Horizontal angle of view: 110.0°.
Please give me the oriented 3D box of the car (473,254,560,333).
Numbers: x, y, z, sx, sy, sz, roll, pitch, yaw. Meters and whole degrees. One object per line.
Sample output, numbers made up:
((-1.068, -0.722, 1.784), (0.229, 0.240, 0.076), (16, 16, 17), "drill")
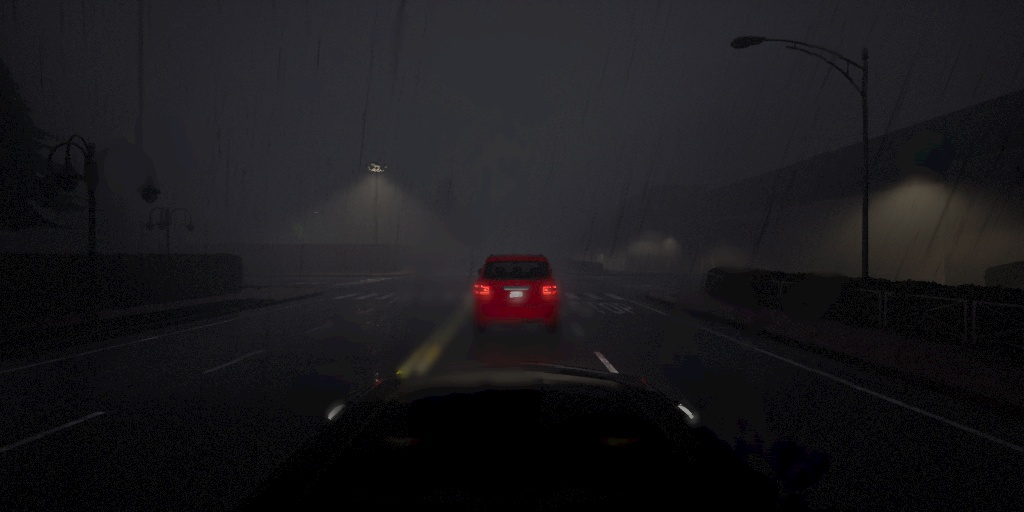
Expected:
((0.120, 0.971, 10.841), (2.150, 2.045, 5.566), (0, 0, 0), "car")

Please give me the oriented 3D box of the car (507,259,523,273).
((0.346, 1.228, 45.340), (1.882, 1.535, 5.008), (0, 0, 1), "car")
